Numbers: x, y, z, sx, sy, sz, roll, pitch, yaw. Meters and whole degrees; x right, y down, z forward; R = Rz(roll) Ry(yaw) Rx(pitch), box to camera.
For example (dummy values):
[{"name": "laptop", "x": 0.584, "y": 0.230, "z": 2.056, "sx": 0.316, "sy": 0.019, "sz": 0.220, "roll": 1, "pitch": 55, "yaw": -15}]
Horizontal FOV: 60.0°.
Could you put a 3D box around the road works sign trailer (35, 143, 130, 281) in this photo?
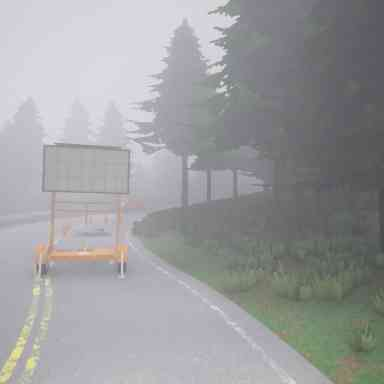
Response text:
[{"name": "road works sign trailer", "x": -3.093, "y": 0.424, "z": 9.792, "sx": 2.380, "sy": 3.560, "sz": 2.880, "roll": 2, "pitch": 0, "yaw": -15}]

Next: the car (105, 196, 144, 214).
[{"name": "car", "x": -6.518, "y": 1.182, "z": 32.654, "sx": 2.097, "sy": 1.767, "sz": 4.553, "roll": -2, "pitch": 0, "yaw": 21}]
